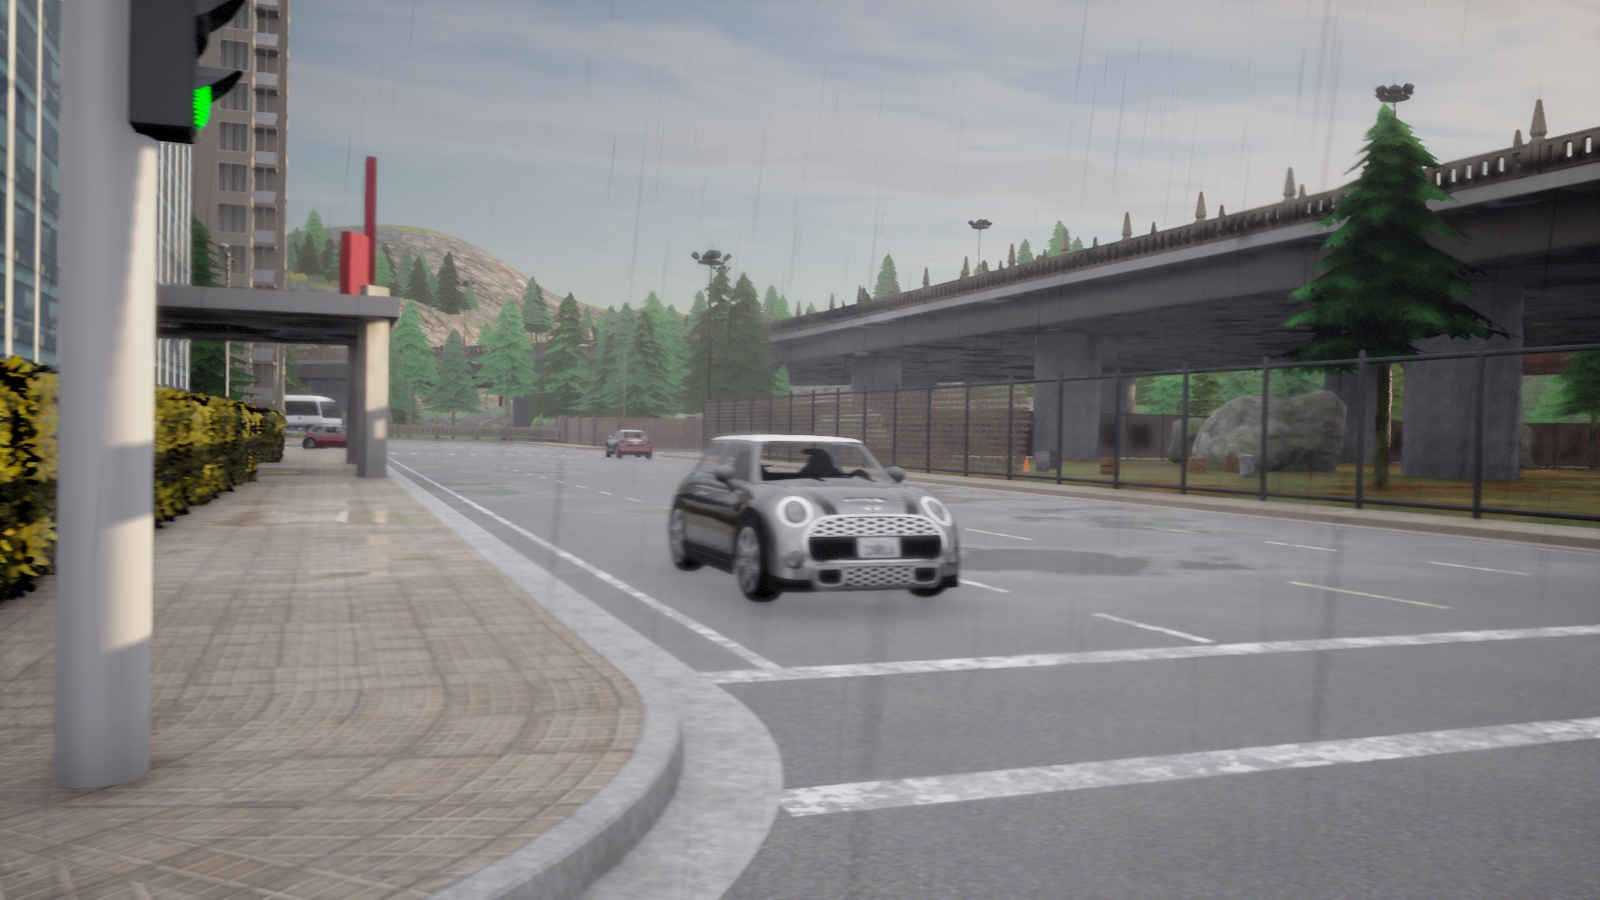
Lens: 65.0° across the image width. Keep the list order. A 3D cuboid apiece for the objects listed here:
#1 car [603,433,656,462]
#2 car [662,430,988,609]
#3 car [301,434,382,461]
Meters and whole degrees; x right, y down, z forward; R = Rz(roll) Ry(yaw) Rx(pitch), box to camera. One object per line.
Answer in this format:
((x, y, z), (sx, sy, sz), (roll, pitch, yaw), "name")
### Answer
((-9.073, -0.155, 66.450), (1.970, 1.475, 3.806), (0, 1, -21), "car")
((0.064, 0.549, 12.481), (1.970, 1.475, 3.806), (0, 1, -21), "car")
((-26.038, -0.155, 71.345), (3.806, 1.475, 1.970), (0, 1, 5), "car")
